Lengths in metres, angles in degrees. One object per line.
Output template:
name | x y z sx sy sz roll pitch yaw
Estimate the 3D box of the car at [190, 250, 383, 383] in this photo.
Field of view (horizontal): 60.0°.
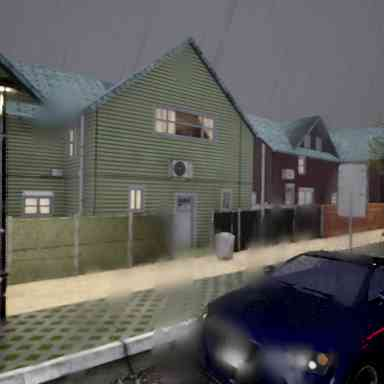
car | 2.028 1.583 4.690 4.181 1.385 1.994 0 0 -37
